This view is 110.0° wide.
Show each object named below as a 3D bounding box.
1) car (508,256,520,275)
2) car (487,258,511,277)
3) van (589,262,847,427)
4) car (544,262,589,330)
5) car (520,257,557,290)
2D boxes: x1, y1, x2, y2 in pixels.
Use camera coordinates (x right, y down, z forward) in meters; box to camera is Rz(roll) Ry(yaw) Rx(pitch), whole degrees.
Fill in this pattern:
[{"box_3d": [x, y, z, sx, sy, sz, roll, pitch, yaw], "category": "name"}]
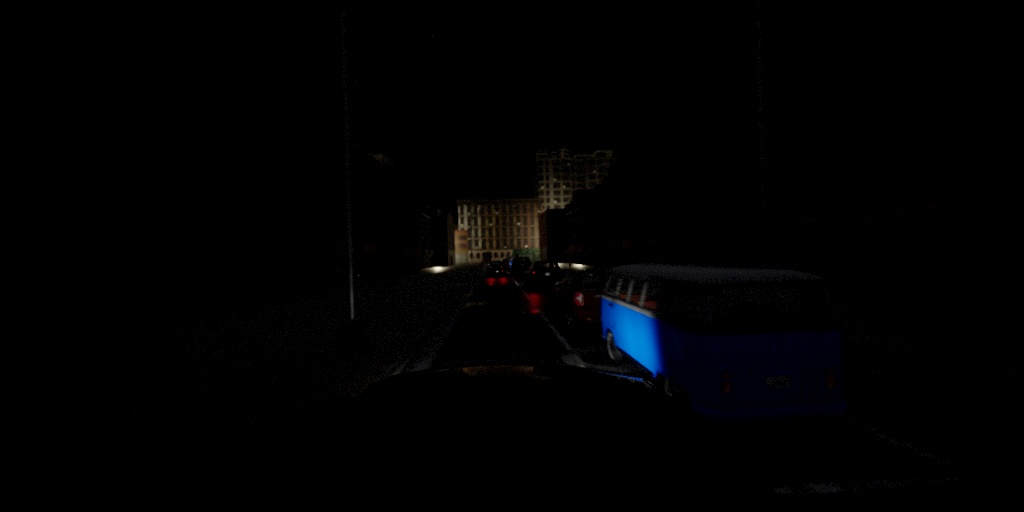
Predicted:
[{"box_3d": [1.013, 0.988, 38.223, 2.192, 1.841, 5.009, 0, 0, -3], "category": "car"}, {"box_3d": [-1.474, 1.238, 35.724, 2.128, 1.511, 4.902, -2, 0, -2], "category": "car"}, {"box_3d": [2.579, 1.013, 5.408, 1.690, 1.789, 3.998, 0, 0, -3], "category": "van"}, {"box_3d": [2.318, 1.111, 10.877, 1.967, 1.591, 4.097, 0, 0, -3], "category": "car"}, {"box_3d": [1.878, 1.019, 21.923, 2.097, 1.767, 4.553, -2, 0, -3], "category": "car"}]
